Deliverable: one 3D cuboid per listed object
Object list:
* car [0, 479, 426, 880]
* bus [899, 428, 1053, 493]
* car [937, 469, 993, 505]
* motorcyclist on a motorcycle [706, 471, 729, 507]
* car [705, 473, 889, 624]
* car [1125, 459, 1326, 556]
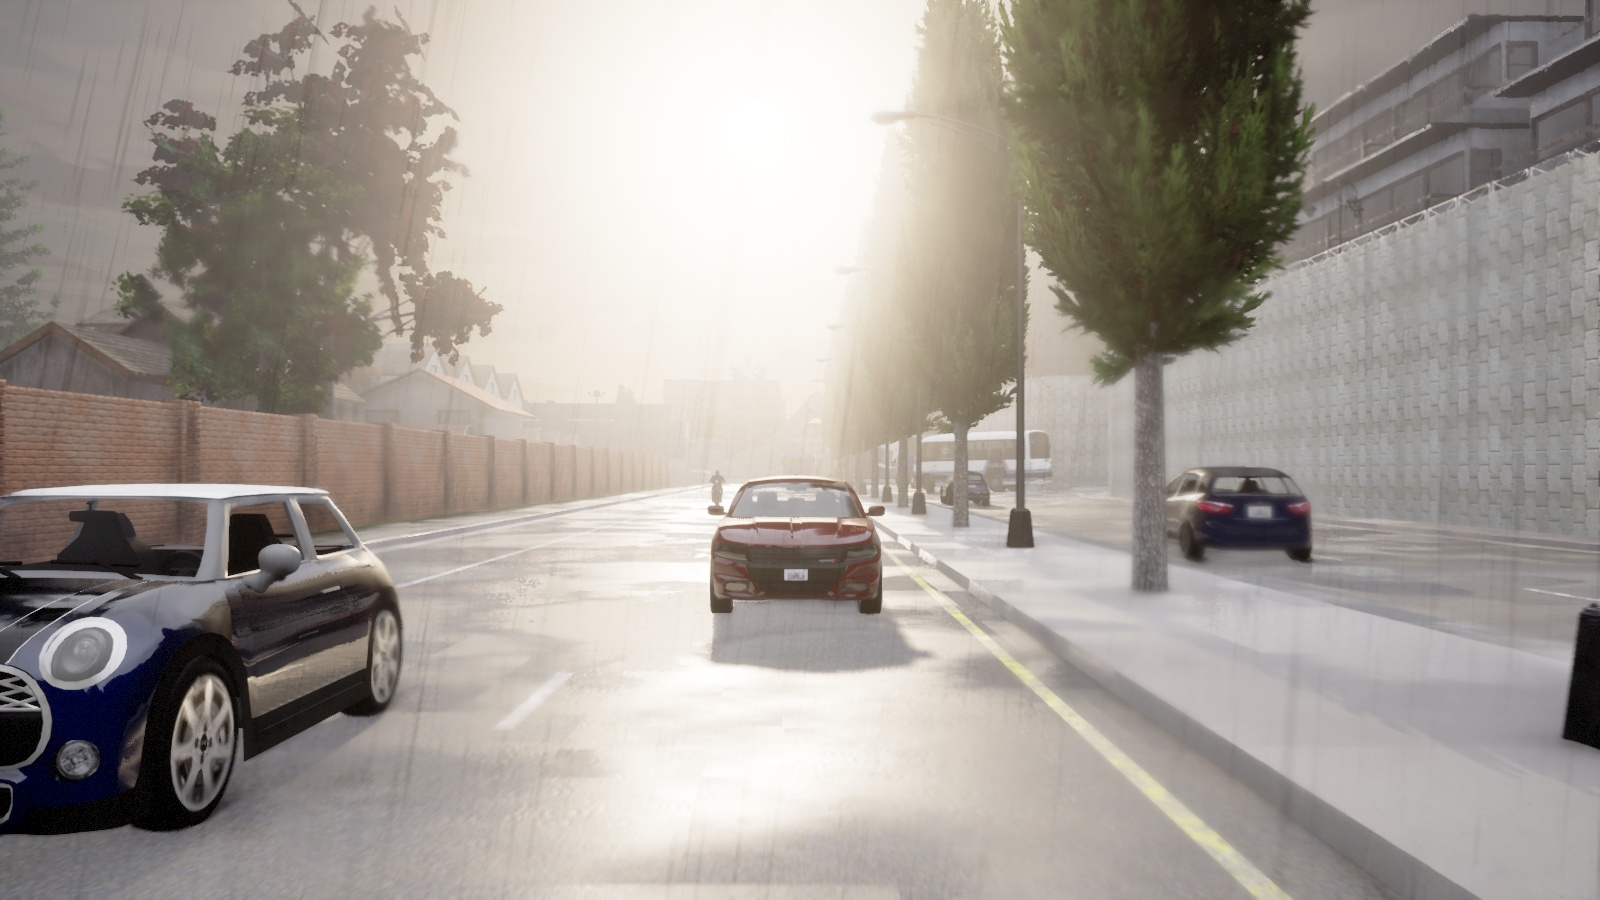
[{"bbox_3d":[-3.516,0.905,6.614,1.970,1.475,3.806,0,-1,0],"label":"car"},{"bbox_3d":[12.461,0.803,89.854,10.273,4.253,3.944,-3,-1,42],"label":"bus"},{"bbox_3d":[7.854,1.719,60.078,2.033,1.649,4.856,0,-1,0],"label":"car"},{"bbox_3d":[-3.634,1.709,55.364,0.866,1.590,1.817,0,-1,0],"label":"motorcyclist on a motorcycle"},{"bbox_3d":[-0.037,1.050,15.366,1.882,1.535,5.008,0,-1,0],"label":"car"},{"bbox_3d":[7.941,1.029,23.977,2.242,1.667,4.611,0,-1,0],"label":"car"}]
